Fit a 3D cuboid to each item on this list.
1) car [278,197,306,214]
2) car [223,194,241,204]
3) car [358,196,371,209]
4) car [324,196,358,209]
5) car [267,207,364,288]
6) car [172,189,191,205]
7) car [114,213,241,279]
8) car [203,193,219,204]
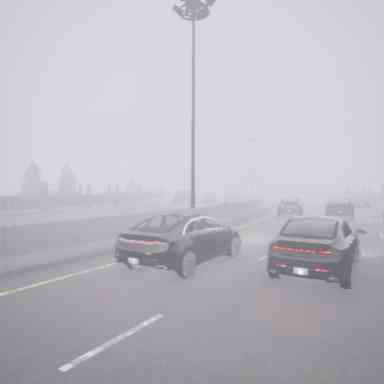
[{"bbox_3d":[8.110,1.188,27.017,2.128,1.511,4.902,1,1,21],"label":"car"},{"bbox_3d":[5.093,0.991,41.806,2.128,1.511,4.902,0,1,13],"label":"car"},{"bbox_3d":[18.610,1.179,37.483,1.994,1.385,4.181,0,1,14],"label":"car"},{"bbox_3d":[11.390,1.205,25.796,1.882,1.535,5.008,1,1,21],"label":"car"},{"bbox_3d":[3.501,1.403,9.131,1.837,1.490,4.892,1,1,30],"label":"car"},{"bbox_3d":[-1.094,0.638,46.050,2.150,2.045,5.566,0,1,11],"label":"car"},{"bbox_3d":[-0.132,1.364,9.817,2.128,1.511,4.902,1,1,30],"label":"car"},{"bbox_3d":[2.768,0.904,47.904,2.128,1.511,4.902,0,1,10],"label":"car"}]
